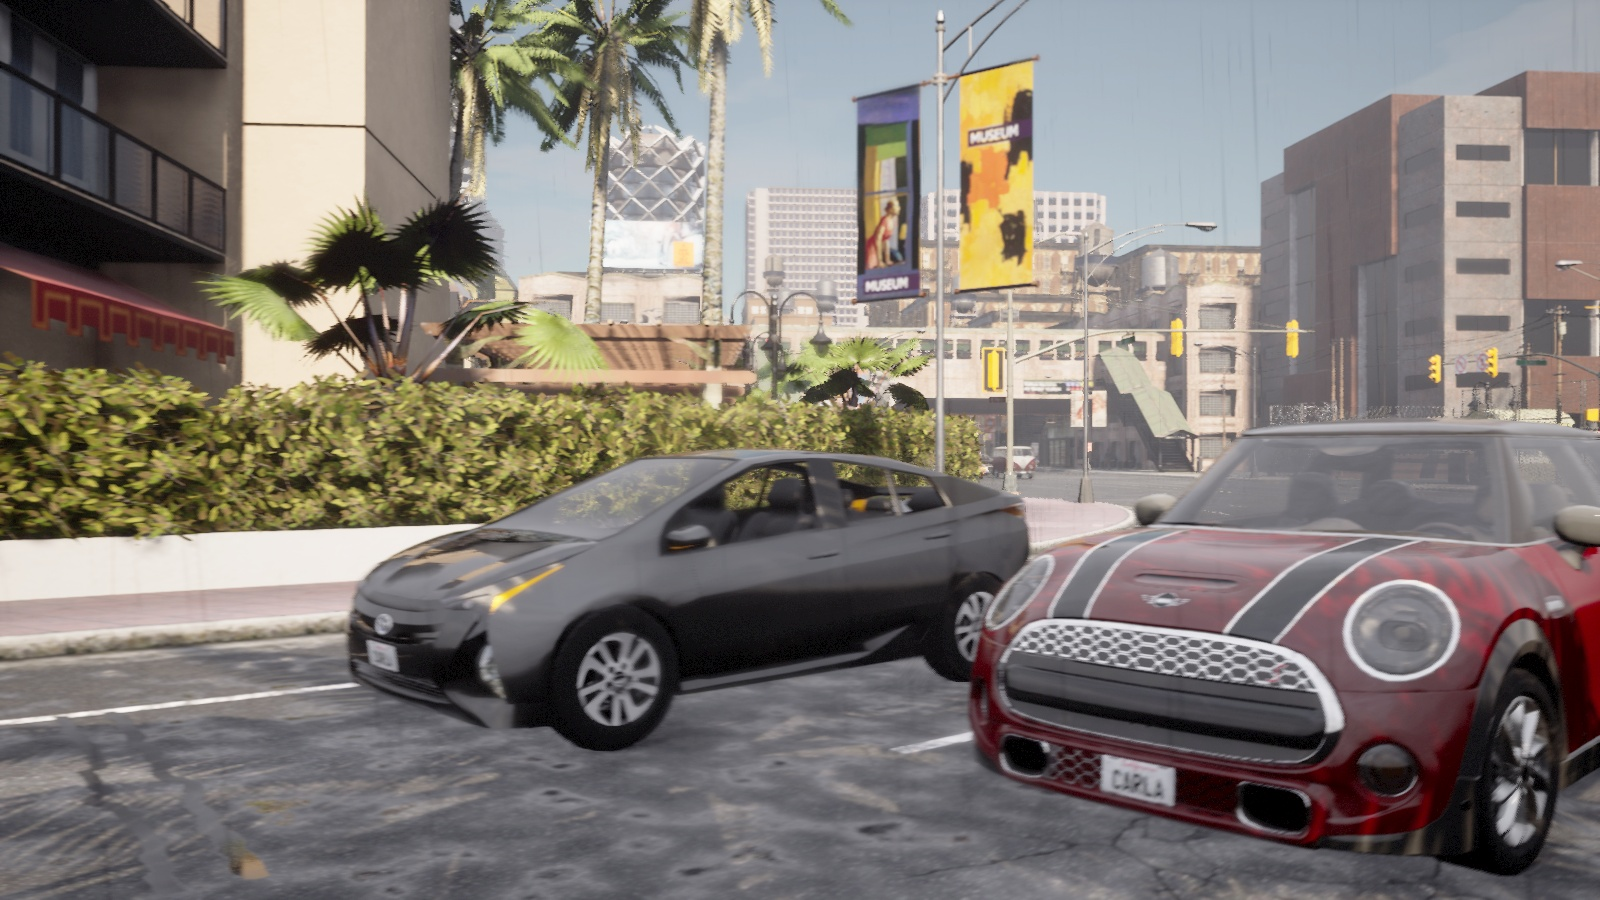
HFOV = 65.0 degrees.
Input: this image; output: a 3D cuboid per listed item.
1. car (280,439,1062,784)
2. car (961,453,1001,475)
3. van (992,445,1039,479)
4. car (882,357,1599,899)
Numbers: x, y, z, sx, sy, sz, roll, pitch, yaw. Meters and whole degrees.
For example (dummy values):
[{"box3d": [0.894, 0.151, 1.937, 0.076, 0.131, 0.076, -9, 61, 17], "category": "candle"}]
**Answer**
[{"box3d": [-0.567, 0.718, 7.804, 4.514, 1.525, 2.007, 0, 0, -42], "category": "car"}, {"box3d": [12.354, 0.946, 85.967, 1.970, 1.475, 3.806, 0, 0, -4], "category": "car"}, {"box3d": [13.102, 0.704, 76.546, 1.775, 1.987, 4.442, 0, 0, -4], "category": "van"}, {"box3d": [2.711, 0.615, 6.016, 4.553, 1.767, 2.097, 0, 0, -44], "category": "car"}]
